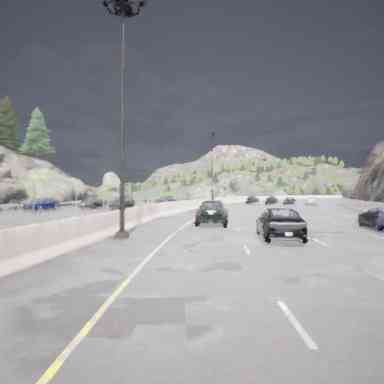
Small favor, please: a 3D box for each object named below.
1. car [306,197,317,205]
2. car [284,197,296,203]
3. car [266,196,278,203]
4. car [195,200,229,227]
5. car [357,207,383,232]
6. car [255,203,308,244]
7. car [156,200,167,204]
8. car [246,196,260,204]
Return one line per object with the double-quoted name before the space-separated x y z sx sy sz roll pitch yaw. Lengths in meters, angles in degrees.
"car" 22.175 1.635 61.827 1.812 1.442 4.674 0 0 23
"car" 18.441 1.641 62.518 2.033 1.411 5.357 0 0 23
"car" 15.282 1.584 63.388 1.837 1.490 4.892 -1 -1 22
"car" 1.495 1.365 23.298 2.097 1.767 4.553 0 0 8
"car" 11.694 1.618 20.343 1.994 1.385 4.181 0 0 7
"car" 4.202 1.512 16.021 2.128 1.511 4.902 0 0 6
"car" -4.017 1.347 49.668 2.097 1.767 4.553 0 0 15
"car" 11.703 1.568 63.876 1.837 1.490 4.892 -1 -1 22
